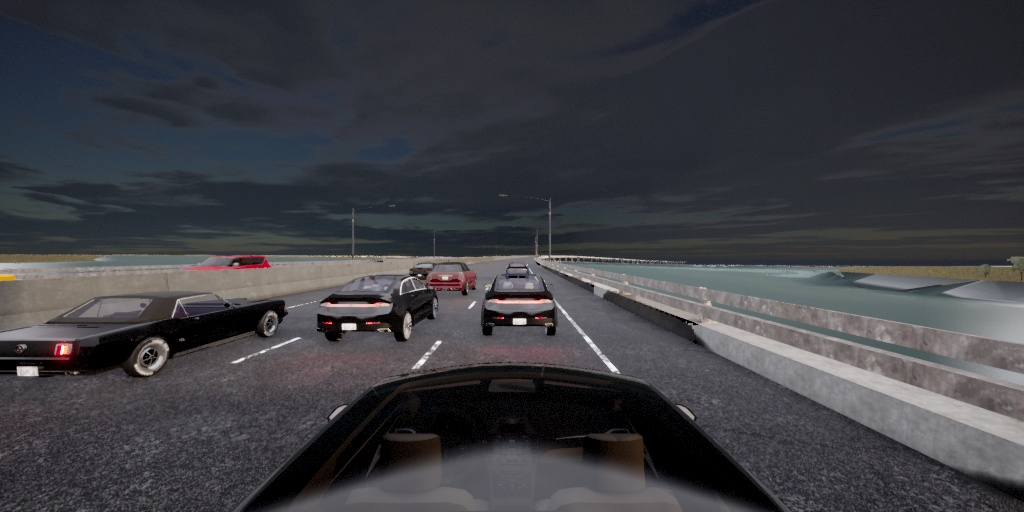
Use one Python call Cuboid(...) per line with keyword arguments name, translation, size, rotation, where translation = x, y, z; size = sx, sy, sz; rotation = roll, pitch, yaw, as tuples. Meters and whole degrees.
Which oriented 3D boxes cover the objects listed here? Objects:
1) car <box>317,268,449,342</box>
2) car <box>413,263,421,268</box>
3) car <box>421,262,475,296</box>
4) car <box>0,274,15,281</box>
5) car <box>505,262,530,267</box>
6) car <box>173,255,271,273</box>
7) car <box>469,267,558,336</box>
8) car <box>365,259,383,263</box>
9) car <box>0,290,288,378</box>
Cuboid(name="car", translation=(-3.324, 1.242, 9.793), size=(2.128, 1.511, 4.902), rotation=(0, 0, 1))
Cuboid(name="car", translation=(-6.567, 1.229, 28.136), size=(1.882, 1.535, 5.008), rotation=(0, 0, 1))
Cuboid(name="car", translation=(-3.204, 1.103, 19.679), size=(2.097, 1.767, 4.553), rotation=(0, 0, 2))
Cuboid(name="car", translation=(-24.466, 1.230, 14.853), size=(1.882, 1.535, 5.008), rotation=(0, 0, 1))
Cuboid(name="car", translation=(0.463, 1.241, 30.040), size=(2.128, 1.511, 4.902), rotation=(0, 0, 1))
Cuboid(name="car", translation=(-17.369, 0.974, 21.994), size=(2.150, 2.045, 5.566), rotation=(0, 0, 1))
Cuboid(name="car", translation=(0.186, 1.242, 10.392), size=(2.128, 1.511, 4.902), rotation=(0, 0, 0))
Cuboid(name="car", translation=(-23.415, 1.238, 60.927), size=(2.128, 1.511, 4.902), rotation=(0, 0, 2))
Cuboid(name="car", translation=(-6.852, 1.352, 7.312), size=(1.895, 1.301, 4.718), rotation=(0, 0, 1))
